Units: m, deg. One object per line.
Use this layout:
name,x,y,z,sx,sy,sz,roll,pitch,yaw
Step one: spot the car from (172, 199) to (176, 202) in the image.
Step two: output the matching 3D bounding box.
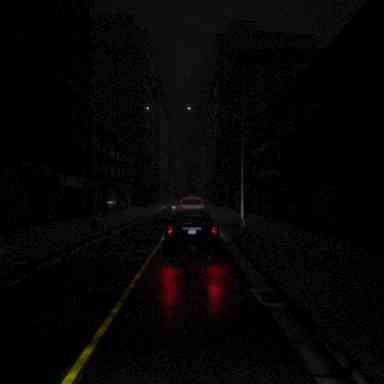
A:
car,-2.987,2.092,67.856,1.812,1.442,4.674,0,0,0

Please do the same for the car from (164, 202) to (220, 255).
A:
car,0.006,1.479,14.072,2.097,1.767,4.553,0,-1,0

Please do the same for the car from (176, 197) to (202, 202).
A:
car,0.009,1.476,29.025,2.150,2.045,5.566,0,0,0
